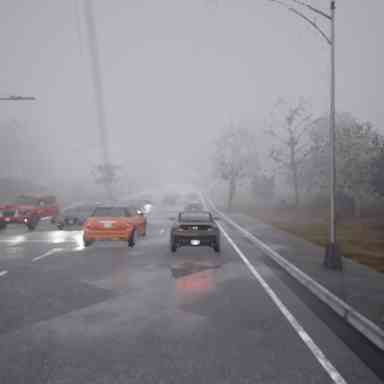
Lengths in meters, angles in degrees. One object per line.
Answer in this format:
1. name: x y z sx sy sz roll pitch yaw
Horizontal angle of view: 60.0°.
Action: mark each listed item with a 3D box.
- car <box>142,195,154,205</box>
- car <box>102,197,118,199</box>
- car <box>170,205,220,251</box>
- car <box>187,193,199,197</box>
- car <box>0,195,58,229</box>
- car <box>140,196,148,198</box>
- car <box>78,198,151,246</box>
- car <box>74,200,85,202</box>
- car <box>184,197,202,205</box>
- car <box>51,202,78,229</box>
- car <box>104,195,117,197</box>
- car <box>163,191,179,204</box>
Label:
1. car: -6.945 1.118 50.408 1.994 1.385 4.181 0 3 1
2. car: -7.039 1.481 30.455 1.882 1.535 5.008 0 0 0
3. car: 0.122 1.506 14.044 1.837 1.490 4.892 0 0 0
4. car: 0.126 0.881 54.679 2.033 1.411 5.357 0 3 1
5. car: -10.563 1.224 21.853 2.150 2.045 5.566 0 0 0
6. car: -6.973 1.510 40.383 1.994 1.385 4.181 0 1 1
7. car: -3.375 1.354 15.436 2.097 1.767 4.553 0 0 0
8. car: -10.535 1.529 31.592 1.812 1.442 4.674 0 0 0
9. car: 0.145 1.528 35.368 1.812 1.442 4.674 0 0 0
10. car: -7.066 1.566 21.413 1.994 1.385 4.181 0 0 0
11. car: -10.456 1.263 41.847 2.097 1.767 4.553 0 2 1
12. car: -3.416 1.033 50.895 1.837 1.490 4.892 0 3 0
